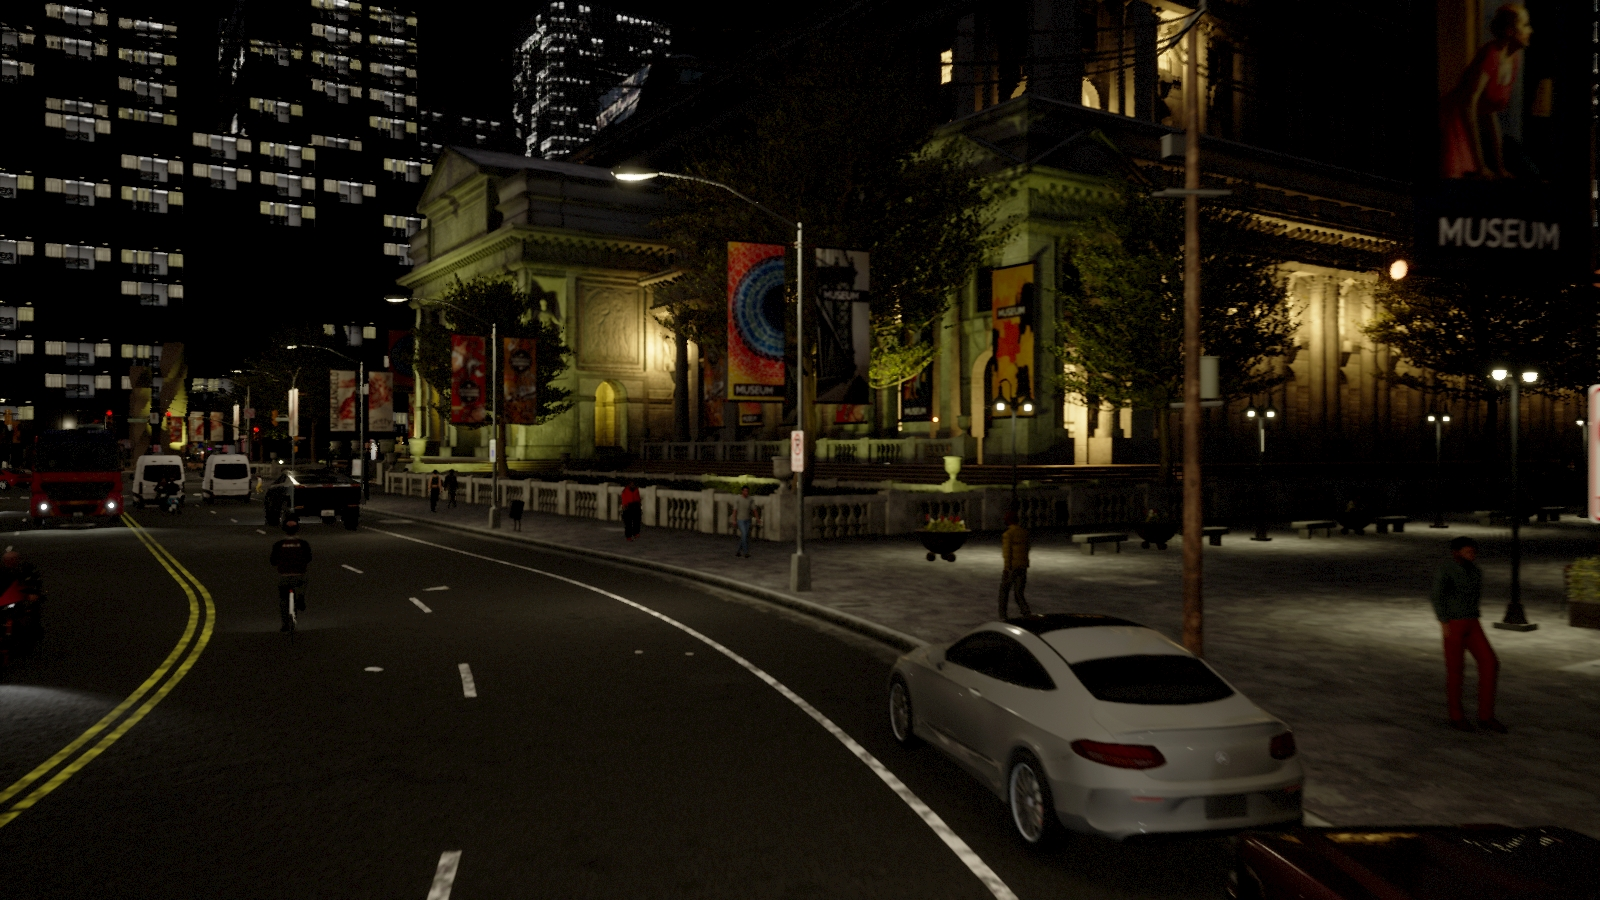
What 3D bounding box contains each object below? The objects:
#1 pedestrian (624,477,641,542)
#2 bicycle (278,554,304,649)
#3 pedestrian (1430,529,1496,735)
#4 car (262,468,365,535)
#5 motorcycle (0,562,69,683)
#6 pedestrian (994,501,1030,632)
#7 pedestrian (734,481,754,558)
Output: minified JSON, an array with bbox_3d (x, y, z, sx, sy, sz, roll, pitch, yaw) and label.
[{"bbox_3d":[-4.814,1.697,32.820,0.375,1.860,0.375,0,0,-27],"label":"pedestrian"},{"bbox_3d":[-7.560,2.212,16.986,0.329,1.171,1.835,0,0,-23],"label":"bicycle"},{"bbox_3d":[6.231,1.693,10.746,0.375,1.860,0.375,0,0,-10],"label":"pedestrian"},{"bbox_3d":[-17.529,1.758,40.954,2.390,2.098,6.274,0,0,-33],"label":"car"},{"bbox_3d":[-10.270,2.208,14.901,0.867,1.251,2.209,0,0,-23],"label":"motorcycle"},{"bbox_3d":[3.113,1.695,16.765,0.375,1.860,0.375,0,0,-23],"label":"pedestrian"},{"bbox_3d":[-1.375,1.696,28.021,0.375,1.860,0.375,0,0,-25],"label":"pedestrian"}]
